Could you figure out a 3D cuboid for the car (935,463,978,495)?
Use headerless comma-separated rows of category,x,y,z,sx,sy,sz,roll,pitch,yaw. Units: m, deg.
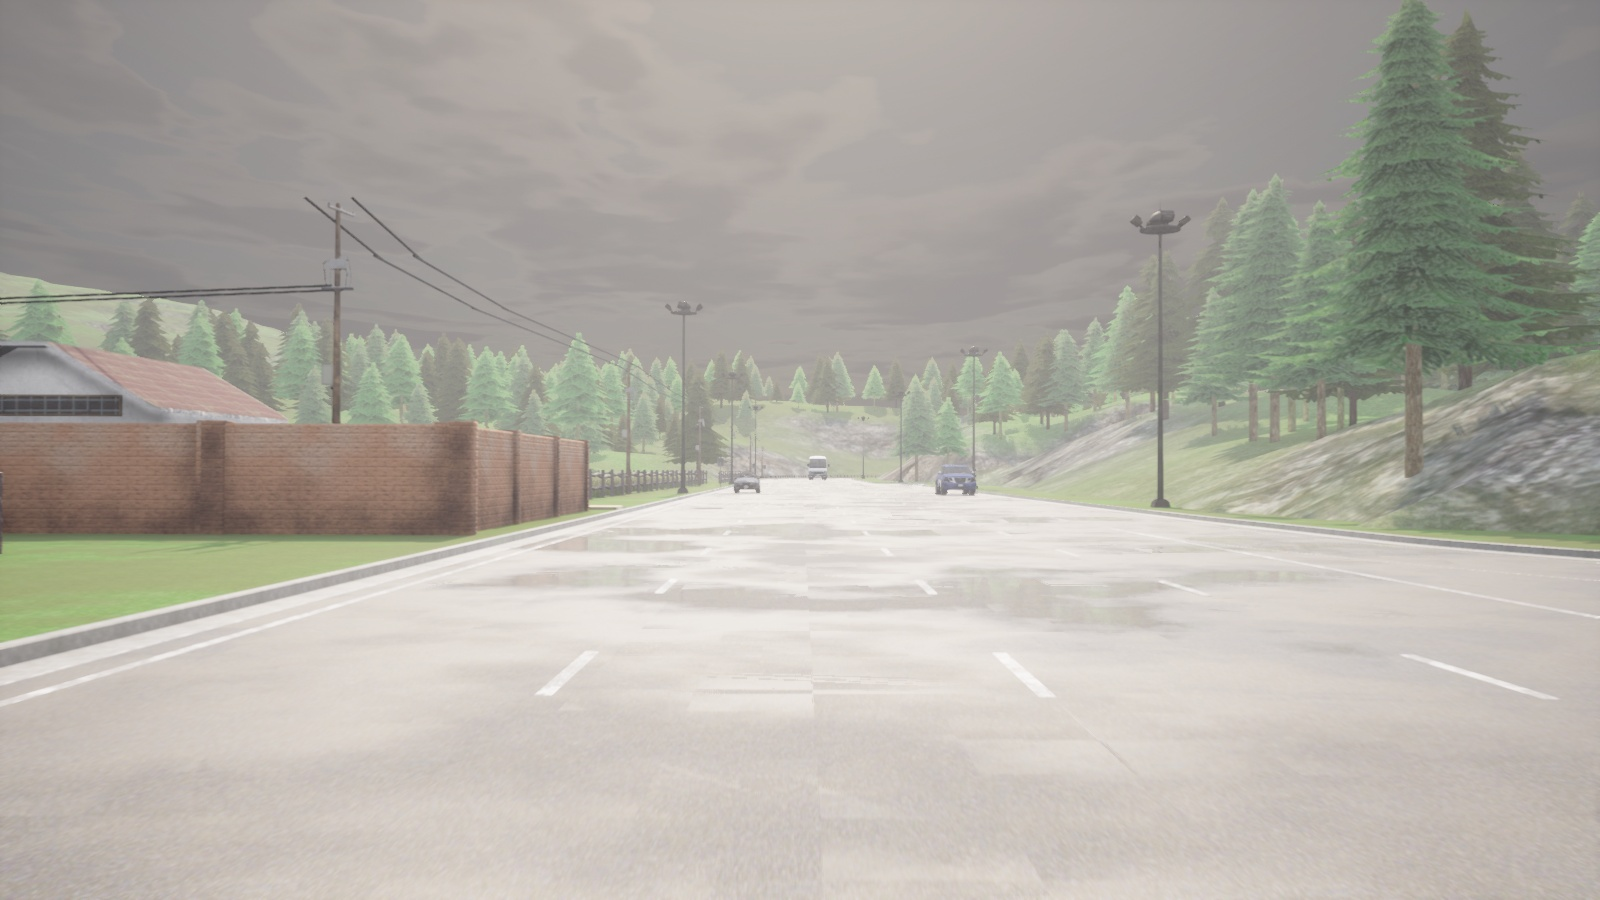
car,10.314,1.886,83.238,2.150,2.045,5.566,0,-1,0

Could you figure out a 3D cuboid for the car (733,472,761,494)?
car,-3.688,2.321,88.314,1.816,1.474,4.193,0,-1,0
